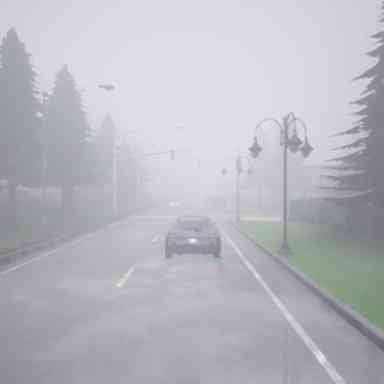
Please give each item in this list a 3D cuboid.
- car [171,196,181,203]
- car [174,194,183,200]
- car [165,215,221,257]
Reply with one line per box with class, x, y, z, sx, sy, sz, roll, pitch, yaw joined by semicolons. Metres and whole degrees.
car;-3.491;1.552;70.192;2.128;1.511;4.902;0;0;0
car;-3.489;1.298;85.813;2.033;1.411;5.357;0;0;0
car;0.046;1.570;12.940;1.994;1.385;4.181;0;0;1
